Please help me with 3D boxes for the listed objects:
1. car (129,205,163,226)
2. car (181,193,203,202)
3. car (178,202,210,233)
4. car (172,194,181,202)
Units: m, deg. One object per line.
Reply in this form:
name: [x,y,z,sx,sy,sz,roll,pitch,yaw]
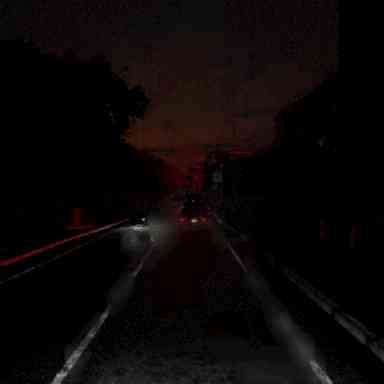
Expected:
car: [-3.191,1.599,23.835,1.994,1.385,4.181,0,0,0]
car: [0.160,1.143,40.255,2.150,2.045,5.566,0,1,0]
car: [0.101,1.594,20.213,2.033,1.411,5.357,0,0,0]
car: [-2.787,1.195,65.851,1.837,1.490,4.892,0,1,1]
